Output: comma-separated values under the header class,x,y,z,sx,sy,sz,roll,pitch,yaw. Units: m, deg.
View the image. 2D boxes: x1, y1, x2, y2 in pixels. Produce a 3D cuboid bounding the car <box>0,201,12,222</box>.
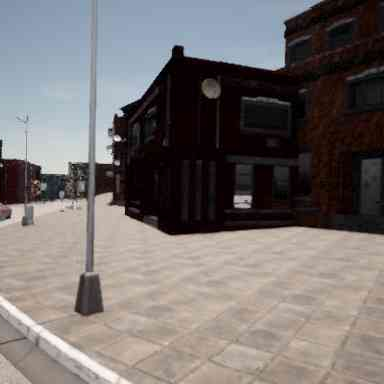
class,x,y,z,sx,sy,sz,roll,pitch,yaw
car,-17.032,1.531,28.503,2.097,1.767,4.553,1,-1,-15
